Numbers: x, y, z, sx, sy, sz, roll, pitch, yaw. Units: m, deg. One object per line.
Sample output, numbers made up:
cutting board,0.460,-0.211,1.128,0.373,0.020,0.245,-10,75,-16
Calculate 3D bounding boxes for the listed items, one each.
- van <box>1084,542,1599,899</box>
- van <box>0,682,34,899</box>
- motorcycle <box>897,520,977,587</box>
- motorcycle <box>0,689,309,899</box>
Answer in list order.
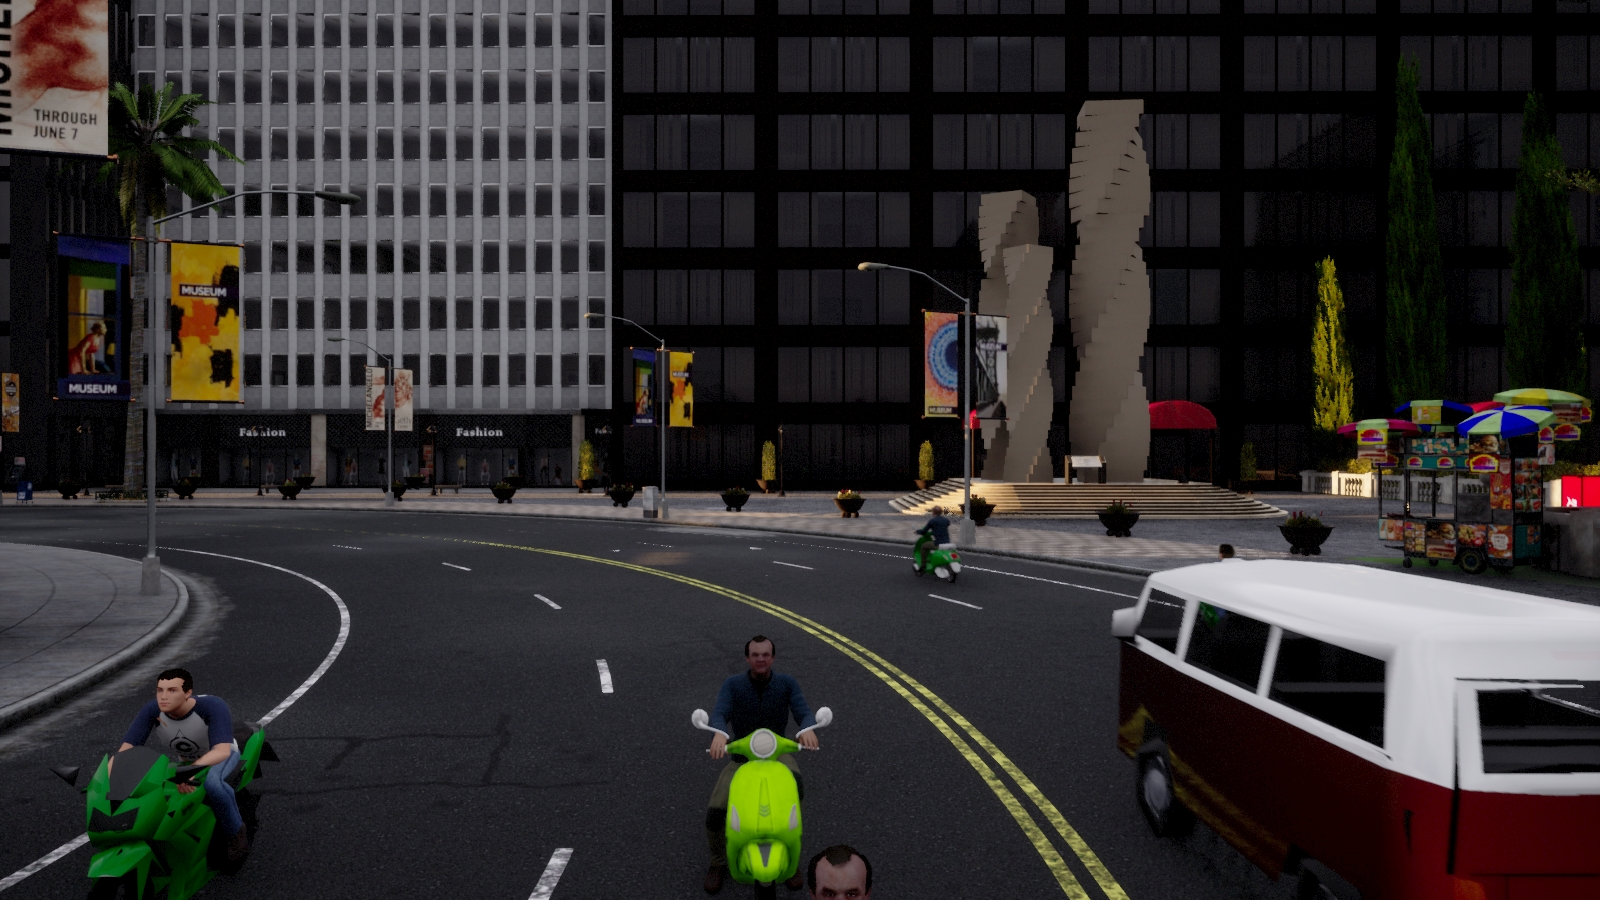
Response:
van,3.467,1.782,7.139,2.069,2.038,4.480,1,0,-3
van,-3.531,1.783,1.506,2.069,2.038,4.480,0,0,-1
motorcycle,2.894,2.182,24.340,0.856,1.236,1.805,-1,0,-24
motorcycle,-3.697,2.213,6.785,0.803,1.145,2.033,0,0,-4
